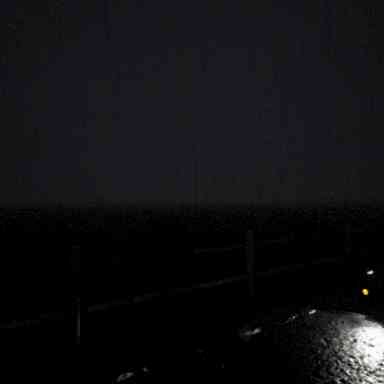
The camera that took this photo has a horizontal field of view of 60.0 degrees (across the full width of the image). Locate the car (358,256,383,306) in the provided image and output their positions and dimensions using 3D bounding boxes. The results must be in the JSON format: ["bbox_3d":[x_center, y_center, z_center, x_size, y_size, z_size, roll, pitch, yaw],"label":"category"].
[{"bbox_3d":[5.286,1.563,6.827,4.181,1.385,1.994,0,0,-35],"label":"car"}]
